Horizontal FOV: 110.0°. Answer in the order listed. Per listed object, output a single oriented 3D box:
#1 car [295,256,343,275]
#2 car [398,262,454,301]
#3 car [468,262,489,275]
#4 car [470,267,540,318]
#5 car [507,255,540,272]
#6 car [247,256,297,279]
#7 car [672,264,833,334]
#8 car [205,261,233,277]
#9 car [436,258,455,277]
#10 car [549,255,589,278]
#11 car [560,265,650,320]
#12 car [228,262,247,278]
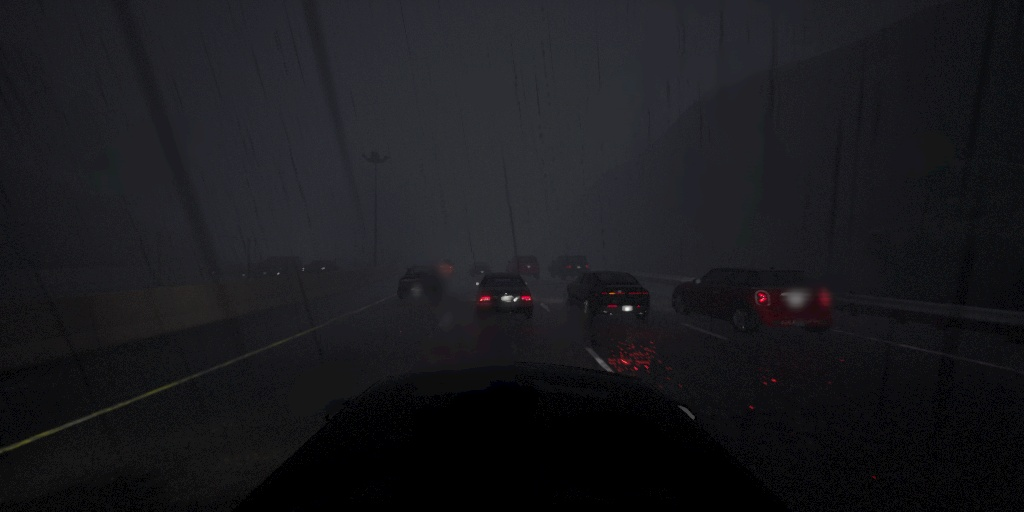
[{"bbox_3d":[-16.949,1.141,31.774,2.097,1.767,4.553,0,0,-10],"label":"car"},{"bbox_3d":[-4.239,1.252,17.573,2.128,1.511,4.902,0,0,-5],"label":"car"},{"bbox_3d":[-3.171,1.285,35.354,1.812,1.442,4.674,0,0,-11],"label":"car"},{"bbox_3d":[-0.344,1.299,13.012,2.033,1.411,5.357,0,0,-4],"label":"car"},{"bbox_3d":[0.957,0.971,32.177,2.150,2.045,5.566,0,0,-9],"label":"car"},{"bbox_3d":[-20.457,1.016,31.674,2.150,2.045,5.566,0,0,-10],"label":"car"},{"bbox_3d":[6.742,1.088,10.755,2.097,1.767,4.553,0,0,-3],"label":"car"},{"bbox_3d":[-28.456,1.306,35.902,2.128,1.511,4.902,0,0,-12],"label":"car"},{"bbox_3d":[-6.798,1.119,35.614,2.097,1.767,4.553,0,0,-11],"label":"car"},{"bbox_3d":[4.782,0.963,30.407,2.150,2.045,5.566,0,0,-9],"label":"car"},{"bbox_3d":[3.155,1.249,12.632,1.837,1.490,4.892,0,0,-3],"label":"car"},{"bbox_3d":[-24.536,1.407,34.350,1.895,1.301,4.718,0,0,-12],"label":"car"}]
